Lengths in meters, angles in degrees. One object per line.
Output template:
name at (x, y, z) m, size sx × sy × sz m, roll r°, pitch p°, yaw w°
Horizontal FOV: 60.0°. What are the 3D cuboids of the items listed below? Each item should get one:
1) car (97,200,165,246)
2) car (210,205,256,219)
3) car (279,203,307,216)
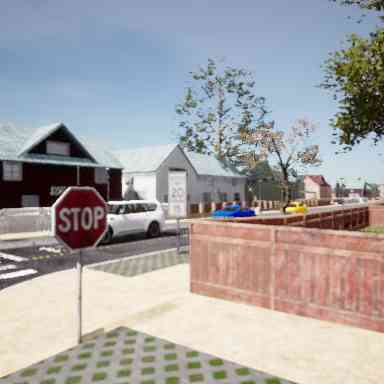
car at (-3.771, 1.462, 17.229) m, size 2.150 × 2.045 × 5.566 m, roll -1°, pitch -1°, yaw 37°
car at (3.335, 1.829, 26.668) m, size 1.882 × 1.535 × 5.008 m, roll -1°, pitch -1°, yaw 37°
car at (11.380, 1.953, 37.365) m, size 1.882 × 1.535 × 5.008 m, roll -1°, pitch 0°, yaw 37°
